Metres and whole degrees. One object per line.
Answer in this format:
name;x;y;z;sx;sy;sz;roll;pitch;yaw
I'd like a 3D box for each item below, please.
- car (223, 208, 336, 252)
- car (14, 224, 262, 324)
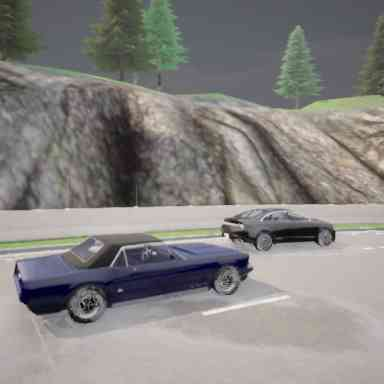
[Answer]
car;3.520;1.403;13.285;4.902;1.511;2.128;0;0;-23
car;-1.012;1.537;6.954;4.718;1.301;1.895;0;1;-31
